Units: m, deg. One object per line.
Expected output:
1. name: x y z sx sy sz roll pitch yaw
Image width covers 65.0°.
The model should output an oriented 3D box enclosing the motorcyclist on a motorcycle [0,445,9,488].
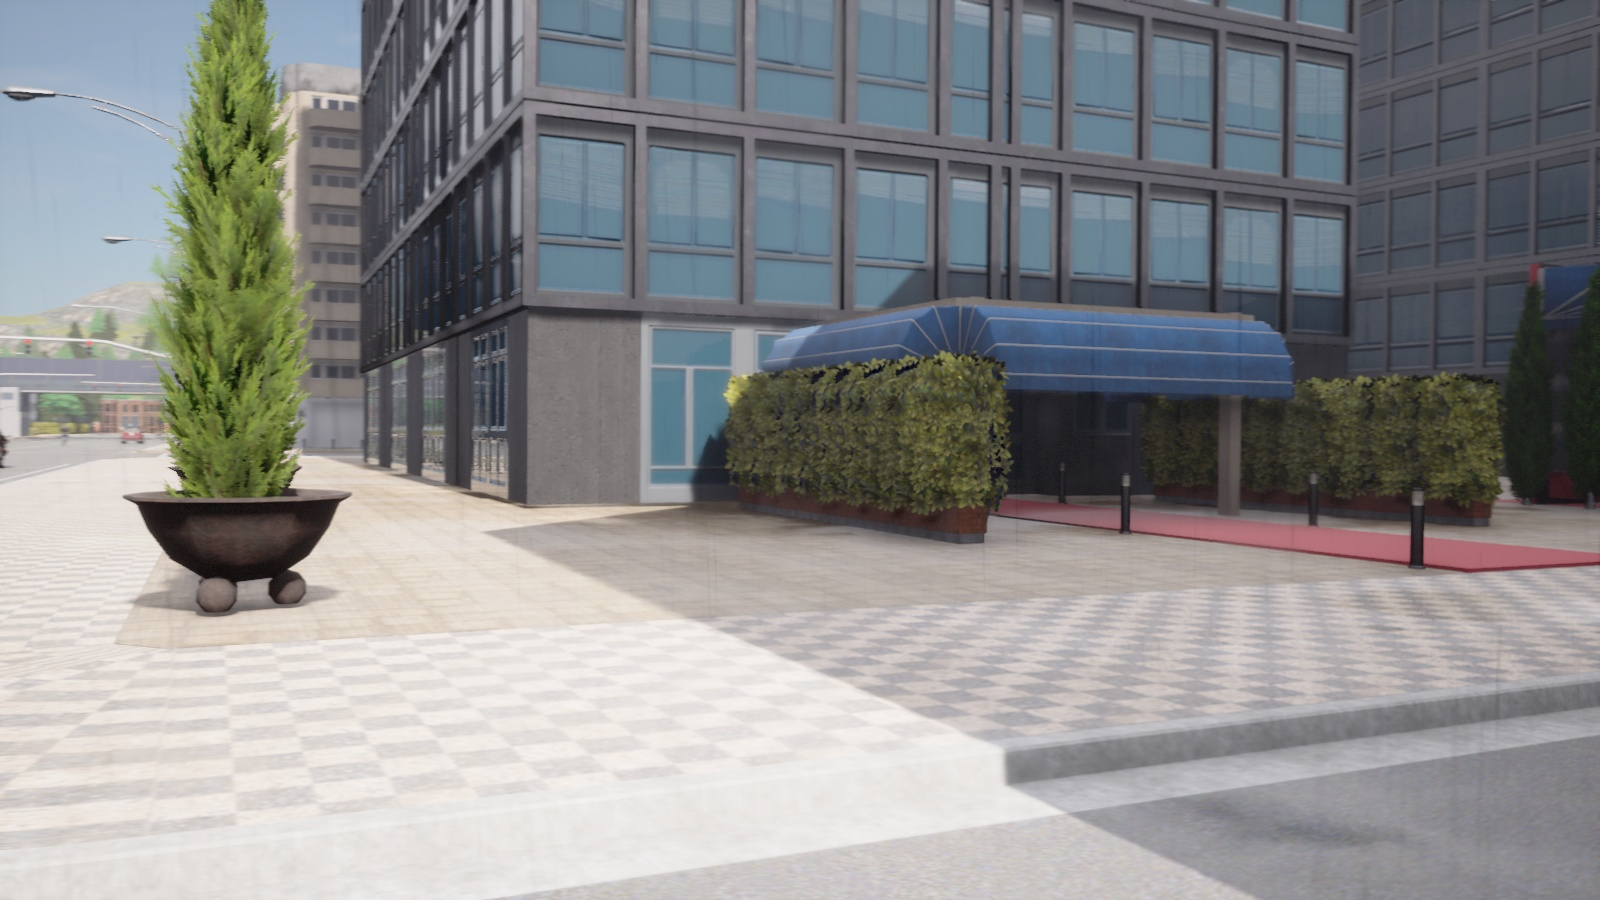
1. motorcyclist on a motorcycle: -29.011 0.587 44.974 0.866 1.530 2.191 -1 1 -25
